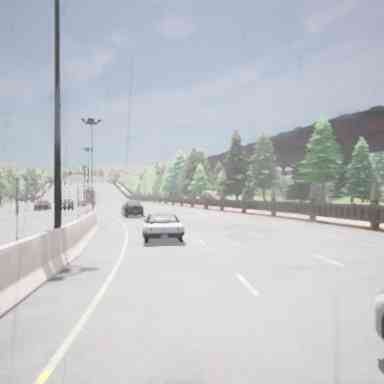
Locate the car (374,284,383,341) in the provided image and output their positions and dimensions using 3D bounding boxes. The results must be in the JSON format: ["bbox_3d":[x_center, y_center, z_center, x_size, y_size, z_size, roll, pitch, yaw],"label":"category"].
[{"bbox_3d":[3.461,1.216,1.918,2.150,2.045,5.566,0,0,-1],"label":"car"}]

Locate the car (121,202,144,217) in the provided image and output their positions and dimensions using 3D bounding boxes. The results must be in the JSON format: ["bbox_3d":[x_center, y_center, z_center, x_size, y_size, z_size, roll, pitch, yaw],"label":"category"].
[{"bbox_3d":[-6.186,1.752,34.492,1.882,1.535,5.008,0,0,-18],"label":"car"}]

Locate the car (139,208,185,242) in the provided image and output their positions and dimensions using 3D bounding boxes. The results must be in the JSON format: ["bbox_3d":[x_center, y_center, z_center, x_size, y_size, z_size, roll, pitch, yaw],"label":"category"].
[{"bbox_3d":[-1.597,1.729,17.124,1.895,1.301,4.718,0,0,-10],"label":"car"}]
